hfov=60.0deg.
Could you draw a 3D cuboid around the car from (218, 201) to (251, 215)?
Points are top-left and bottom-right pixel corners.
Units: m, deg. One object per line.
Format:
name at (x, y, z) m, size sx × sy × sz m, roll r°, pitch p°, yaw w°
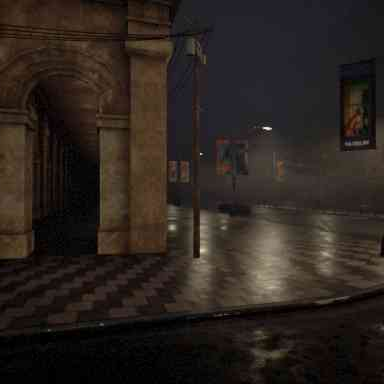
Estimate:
car at (4.224, 1.595, 33.572) m, size 1.895 × 1.301 × 4.718 m, roll 0°, pitch 0°, yaw -15°
